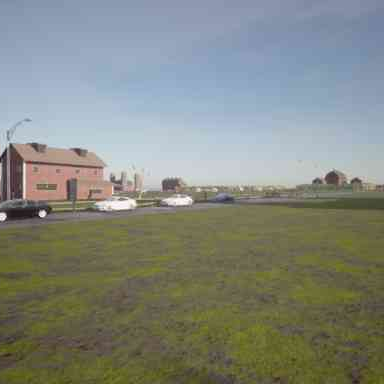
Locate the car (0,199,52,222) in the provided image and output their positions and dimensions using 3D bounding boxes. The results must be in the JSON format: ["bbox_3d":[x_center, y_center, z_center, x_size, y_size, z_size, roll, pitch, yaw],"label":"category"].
[{"bbox_3d":[-12.913,1.285,24.677,1.837,1.490,4.892,1,1,36],"label":"car"}]

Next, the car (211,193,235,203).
[{"bbox_3d":[4.633,0.862,48.840,1.812,1.442,4.674,1,1,36],"label":"car"}]

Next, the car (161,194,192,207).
[{"bbox_3d":[-1.771,1.027,40.061,1.812,1.442,4.674,1,1,36],"label":"car"}]

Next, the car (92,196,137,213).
[{"bbox_3d":[-7.413,1.169,32.269,1.812,1.442,4.674,1,1,36],"label":"car"}]
